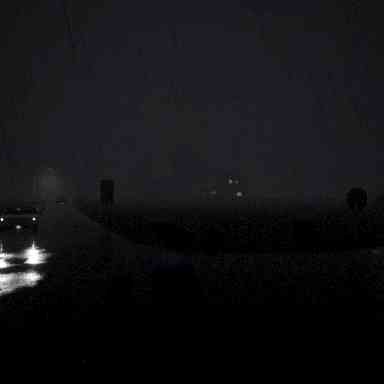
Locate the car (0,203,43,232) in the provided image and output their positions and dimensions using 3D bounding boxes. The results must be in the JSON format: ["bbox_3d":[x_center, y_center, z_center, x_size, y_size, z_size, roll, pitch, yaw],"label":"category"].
[{"bbox_3d":[-9.932,1.507,19.366,1.895,1.301,4.718,1,0,-24],"label":"car"}]

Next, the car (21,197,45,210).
[{"bbox_3d":[-13.968,1.395,28.650,1.812,1.442,4.674,1,0,-23],"label":"car"}]

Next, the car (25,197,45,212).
[{"bbox_3d":[-17.900,1.363,38.016,1.812,1.442,4.674,1,0,-22],"label":"car"}]

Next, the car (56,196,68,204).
[{"bbox_3d":[-23.100,1.345,59.010,2.033,1.411,5.357,1,0,-21],"label":"car"}]
